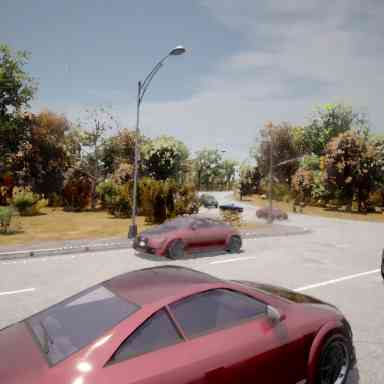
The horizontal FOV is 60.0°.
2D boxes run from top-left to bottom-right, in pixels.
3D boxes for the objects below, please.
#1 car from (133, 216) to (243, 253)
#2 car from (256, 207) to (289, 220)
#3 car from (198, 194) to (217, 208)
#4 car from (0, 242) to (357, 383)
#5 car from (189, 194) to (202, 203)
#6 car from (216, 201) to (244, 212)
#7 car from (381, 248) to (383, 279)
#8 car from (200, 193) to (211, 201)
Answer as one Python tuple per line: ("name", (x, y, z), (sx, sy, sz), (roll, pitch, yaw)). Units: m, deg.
("car", (-0.073, 1.626, 12.557), (4.181, 1.385, 1.994), (1, -1, -36))
("car", (9.030, 2.357, 37.635), (1.994, 1.385, 4.181), (3, -1, -22))
("car", (2.806, 1.559, 56.694), (2.150, 2.045, 5.566), (3, 2, -13))
("car", (-0.005, 1.572, 3.744), (4.181, 1.385, 1.994), (0, 0, -36))
("car", (0.706, 1.377, 67.924), (1.837, 1.490, 4.892), (2, 2, -8))
("car", (5.513, 2.250, 46.913), (1.895, 1.301, 4.718), (3, 0, -18))
("car", (7.017, 1.488, 8.798), (4.553, 1.767, 2.097), (2, -1, -35))
("car", (3.200, 1.132, 78.711), (2.128, 1.511, 4.902), (2, 2, -1))
